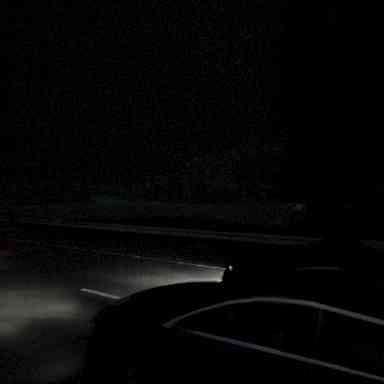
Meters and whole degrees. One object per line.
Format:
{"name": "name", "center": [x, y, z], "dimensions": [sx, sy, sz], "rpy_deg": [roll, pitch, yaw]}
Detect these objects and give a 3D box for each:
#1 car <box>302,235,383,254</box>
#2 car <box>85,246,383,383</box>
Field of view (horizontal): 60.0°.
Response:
{"name": "car", "center": [2.635, 1.524, 6.198], "dimensions": [4.181, 1.385, 1.994], "rpy_deg": [0, 0, 36]}
{"name": "car", "center": [1.018, 1.473, 3.063], "dimensions": [4.902, 1.511, 2.128], "rpy_deg": [0, 0, 36]}
